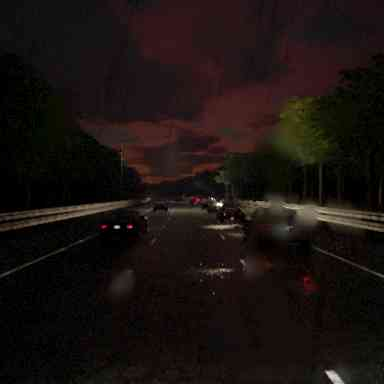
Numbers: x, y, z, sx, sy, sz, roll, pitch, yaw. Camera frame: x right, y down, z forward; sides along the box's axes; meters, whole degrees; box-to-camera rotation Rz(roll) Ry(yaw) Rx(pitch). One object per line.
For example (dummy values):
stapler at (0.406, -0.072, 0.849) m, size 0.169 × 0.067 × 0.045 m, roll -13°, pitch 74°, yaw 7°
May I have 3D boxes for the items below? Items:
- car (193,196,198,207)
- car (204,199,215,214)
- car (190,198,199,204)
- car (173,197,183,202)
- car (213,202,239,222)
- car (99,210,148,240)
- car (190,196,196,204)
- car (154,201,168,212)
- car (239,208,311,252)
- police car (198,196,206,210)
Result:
car at (1.928, 2.006, 61.754) m, size 2.128 × 1.511 × 4.902 m, roll 0°, pitch -1°, yaw -3°
car at (2.854, 1.874, 39.614) m, size 1.994 × 1.385 × 4.181 m, roll 0°, pitch 0°, yaw -2°
car at (0.599, 2.220, 83.873) m, size 2.128 × 1.511 × 4.902 m, roll 0°, pitch -1°, yaw -4°
car at (-3.602, 2.188, 93.888) m, size 2.033 × 1.411 × 5.357 m, roll 0°, pitch -1°, yaw -5°
car at (3.164, 1.817, 28.568) m, size 1.895 × 1.301 × 4.718 m, roll 0°, pitch 0°, yaw -1°
car at (-3.524, 1.686, 17.877) m, size 2.033 × 1.411 × 5.357 m, roll 0°, pitch 0°, yaw -1°
car at (1.311, 1.842, 72.849) m, size 2.150 × 2.045 × 5.566 m, roll 0°, pitch -1°, yaw -3°
car at (-4.251, 1.921, 45.786) m, size 2.033 × 1.411 × 5.357 m, roll 0°, pitch 0°, yaw -2°
car at (3.494, 1.457, 14.530) m, size 2.097 × 1.767 × 4.553 m, roll 0°, pitch -1°, yaw 1°
police car at (2.435, 1.836, 50.797) m, size 1.930 × 1.638 × 5.238 m, roll 0°, pitch -1°, yaw -2°
